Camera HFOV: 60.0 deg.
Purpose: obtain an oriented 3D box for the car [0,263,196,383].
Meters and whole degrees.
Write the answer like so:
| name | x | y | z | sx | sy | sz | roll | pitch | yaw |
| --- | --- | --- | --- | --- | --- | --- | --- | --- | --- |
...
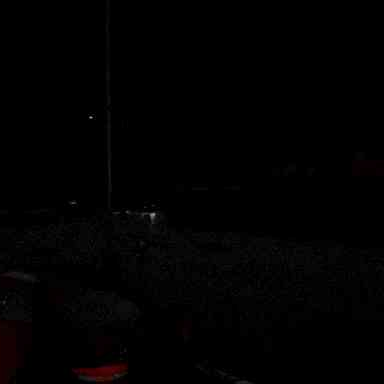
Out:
| name | x | y | z | sx | sy | sz | roll | pitch | yaw |
| --- | --- | --- | --- | --- | --- | --- | --- | --- | --- |
| car | -1.900 | 1.583 | 4.190 | 4.206 | 1.307 | 1.802 | 0 | -1 | 36 |

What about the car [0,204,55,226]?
| name | x | y | z | sx | sy | sz | roll | pitch | yaw |
| --- | --- | --- | --- | --- | --- | --- | --- | --- | --- |
| car | -12.031 | 1.518 | 22.832 | 1.895 | 1.301 | 4.718 | -1 | 0 | 36 |

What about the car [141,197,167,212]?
| name | x | y | z | sx | sy | sz | roll | pitch | yaw |
| --- | --- | --- | --- | --- | --- | --- | --- | --- | --- |
| car | -3.279 | 1.301 | 34.946 | 1.837 | 1.490 | 4.892 | -1 | -1 | 36 |
